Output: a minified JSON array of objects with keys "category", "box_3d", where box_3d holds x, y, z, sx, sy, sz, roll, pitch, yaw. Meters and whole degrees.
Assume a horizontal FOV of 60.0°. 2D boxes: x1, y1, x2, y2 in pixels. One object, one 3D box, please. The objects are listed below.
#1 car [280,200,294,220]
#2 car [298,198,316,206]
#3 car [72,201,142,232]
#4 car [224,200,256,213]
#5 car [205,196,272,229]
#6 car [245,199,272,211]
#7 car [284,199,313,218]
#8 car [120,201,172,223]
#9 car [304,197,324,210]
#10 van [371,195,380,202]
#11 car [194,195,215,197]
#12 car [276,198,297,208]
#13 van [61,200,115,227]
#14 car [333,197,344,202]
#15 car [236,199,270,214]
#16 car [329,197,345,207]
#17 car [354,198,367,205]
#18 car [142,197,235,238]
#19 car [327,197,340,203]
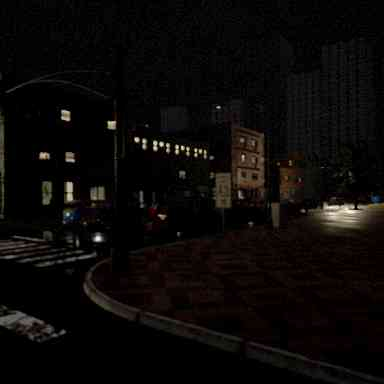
[{"category":"car","box_3d":[6.374,1.622,26.916,1.887,1.381,4.507,-1,-1,35]},{"category":"car","box_3d":[21.897,1.826,63.308,2.008,1.369,4.403,-1,-1,35]},{"category":"car","box_3d":[-4.737,1.548,21.253,1.882,1.535,5.008,0,0,35]},{"category":"car","box_3d":[5.924,1.712,40.773,2.008,1.369,4.403,-1,-1,35]},{"category":"car","box_3d":[3.179,1.373,22.411,2.192,1.841,5.009,-1,-1,35]},{"category":"car","box_3d":[9.119,1.733,45.280,2.008,1.369,4.403,-1,-1,35]},{"category":"car","box_3d":[9.569,1.663,31.423,1.947,1.339,4.313,-1,-1,35]},{"category":"car","box_3d":[-3.659,1.542,27.254,1.967,1.590,4.097,-1,-1,35]},{"category":"car","box_3d":[16.707,1.524,45.970,2.097,1.767,4.553,0,0,35]},{"category":"van","box_3d":[44.706,1.699,81.001,1.690,1.788,3.998,-1,-1,35]},{"category":"car","box_3d":[0.968,1.325,29.298,2.150,2.045,5.566,0,0,35]},{"category":"car","box_3d":[15.409,1.753,54.155,1.752,1.417,4.829,-1,-1,35]},{"category":"van","box_3d":[-6.854,1.425,22.748,1.690,1.788,3.998,-1,-1,35]},{"category":"car","box_3d":[37.868,1.946,85.842,1.887,1.381,4.507,-1,-1,35]},{"category":"car","box_3d":[7.012,1.618,37.806,1.882,1.535,5.008,0,0,36]},{"category":"car","box_3d":[25.217,1.836,57.972,1.895,1.301,4.718,0,0,36]},{"category":"car","box_3d":[31.930,1.807,62.971,2.008,1.369,4.403,-1,-1,35]},{"category":"car","box_3d":[-0.016,1.355,17.904,2.192,1.841,5.009,-1,-1,35]},{"category":"car","box_3d":[34.674,1.926,81.335,2.008,1.369,4.403,-1,-1,35]}]
